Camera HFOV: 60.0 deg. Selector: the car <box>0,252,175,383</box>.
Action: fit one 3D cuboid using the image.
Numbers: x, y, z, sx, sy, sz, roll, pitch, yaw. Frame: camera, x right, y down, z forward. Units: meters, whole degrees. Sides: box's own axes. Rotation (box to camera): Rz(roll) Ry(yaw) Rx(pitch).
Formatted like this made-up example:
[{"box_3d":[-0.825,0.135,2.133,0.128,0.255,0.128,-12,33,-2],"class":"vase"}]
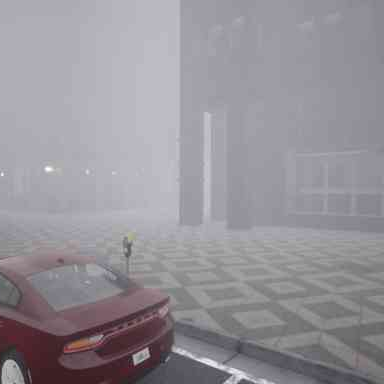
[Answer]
[{"box_3d":[-2.293,1.544,4.759,4.507,1.381,1.887,0,0,37],"class":"car"}]
